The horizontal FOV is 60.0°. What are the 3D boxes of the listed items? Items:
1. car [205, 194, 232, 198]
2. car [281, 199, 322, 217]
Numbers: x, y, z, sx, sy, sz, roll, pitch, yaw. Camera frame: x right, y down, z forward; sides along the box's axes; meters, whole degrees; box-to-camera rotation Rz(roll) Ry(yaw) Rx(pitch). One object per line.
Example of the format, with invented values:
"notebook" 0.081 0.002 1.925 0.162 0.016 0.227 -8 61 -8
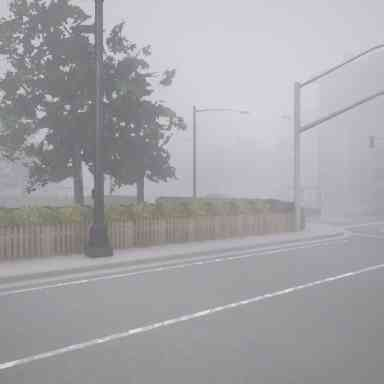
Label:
"car" 3.651 1.221 39.626 2.150 2.045 5.566 0 0 -35
"car" 9.618 1.478 31.006 1.882 1.535 5.008 0 0 -35
